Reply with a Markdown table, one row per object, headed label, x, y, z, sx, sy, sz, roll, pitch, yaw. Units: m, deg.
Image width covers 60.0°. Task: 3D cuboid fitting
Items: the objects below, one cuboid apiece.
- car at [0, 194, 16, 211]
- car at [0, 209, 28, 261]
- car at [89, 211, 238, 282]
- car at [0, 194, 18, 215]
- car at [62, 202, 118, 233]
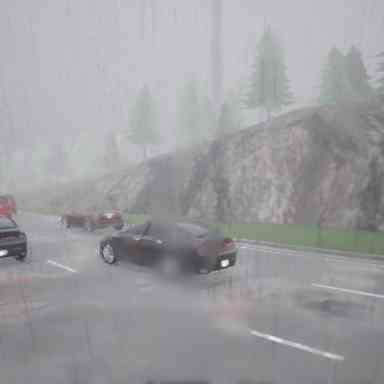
| label | x | y | z | sx | sy | sz | roll | pitch | yaw |
| --- | --- | --- | --- | --- | --- | --- | --- | --- | --- |
| car | -15.209 | 1.247 | 24.698 | 2.150 | 2.045 | 5.566 | 1 | 0 | -44 |
| car | -7.219 | 1.517 | 11.355 | 1.837 | 1.490 | 4.892 | 0 | 0 | -45 |
| car | -0.926 | 1.544 | 10.040 | 4.892 | 1.490 | 1.837 | 0 | 0 | 43 |
| car | -20.496 | 1.264 | 35.348 | 2.150 | 2.045 | 5.566 | 1 | 0 | -44 |
| car | -6.133 | 1.407 | 20.274 | 2.097 | 1.767 | 4.553 | 1 | 0 | -44 |
